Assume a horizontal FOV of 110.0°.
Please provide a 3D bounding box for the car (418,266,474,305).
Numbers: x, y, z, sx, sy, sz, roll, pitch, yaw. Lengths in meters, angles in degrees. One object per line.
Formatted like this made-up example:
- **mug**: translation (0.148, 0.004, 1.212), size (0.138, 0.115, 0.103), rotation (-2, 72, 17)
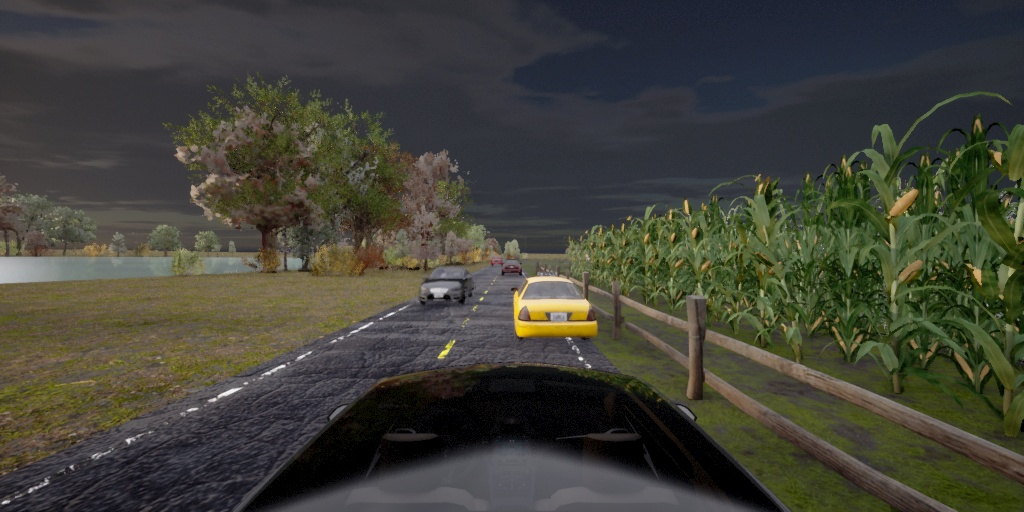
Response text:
- **car**: translation (-2.790, 1.238, 16.056), size (2.128, 1.511, 4.902), rotation (0, 0, 0)

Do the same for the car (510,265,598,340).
- **car**: translation (0.940, 1.204, 9.848), size (1.801, 1.575, 5.366), rotation (0, 0, 0)

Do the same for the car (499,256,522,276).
- **car**: translation (-0.022, 1.097, 37.918), size (2.097, 1.767, 4.553), rotation (0, 0, 0)
